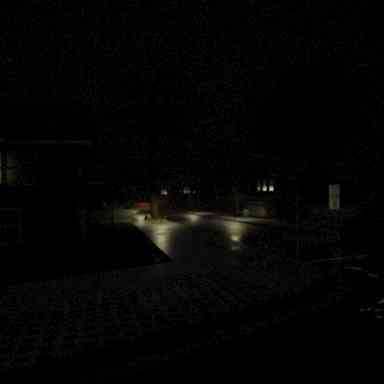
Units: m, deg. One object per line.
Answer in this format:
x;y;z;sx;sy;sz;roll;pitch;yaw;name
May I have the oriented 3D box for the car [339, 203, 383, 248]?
8.586;1.404;13.561;2.150;2.045;5.566;-1;-2;-17;car
